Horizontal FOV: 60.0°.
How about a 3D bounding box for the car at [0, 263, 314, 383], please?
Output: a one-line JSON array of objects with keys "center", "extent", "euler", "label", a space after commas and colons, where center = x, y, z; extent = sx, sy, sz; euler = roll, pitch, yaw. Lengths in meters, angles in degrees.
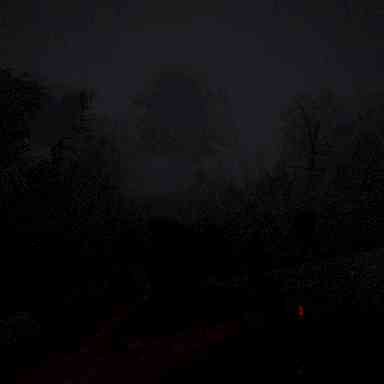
[{"center": [-0.629, 1.555, 3.512], "extent": [4.181, 1.385, 1.994], "euler": [0, 0, -35], "label": "car"}]
